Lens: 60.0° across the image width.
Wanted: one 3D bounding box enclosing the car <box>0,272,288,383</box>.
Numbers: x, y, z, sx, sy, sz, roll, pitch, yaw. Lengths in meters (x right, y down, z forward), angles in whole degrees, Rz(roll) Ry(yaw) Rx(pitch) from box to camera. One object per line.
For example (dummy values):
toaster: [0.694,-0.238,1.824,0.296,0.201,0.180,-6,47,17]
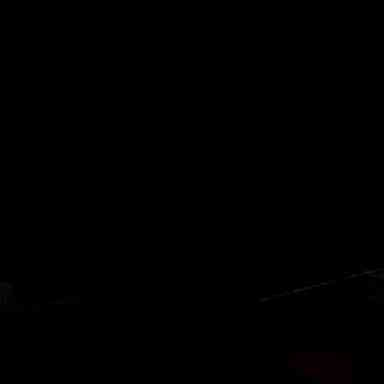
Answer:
car: [-1.468,1.552,2.946,5.357,1.411,2.033,1,0,-35]
